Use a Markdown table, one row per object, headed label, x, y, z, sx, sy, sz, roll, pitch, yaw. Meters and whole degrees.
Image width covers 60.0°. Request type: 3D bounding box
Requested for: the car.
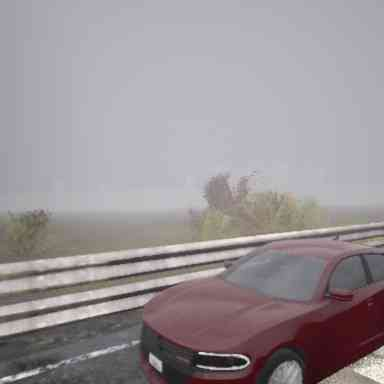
| label | x | y | z | sx | sy | sz | roll | pitch | yaw |
| --- | --- | --- | --- | --- | --- | --- | --- | --- | --- |
| car | 1.663 | 1.476 | 4.863 | 5.008 | 1.535 | 1.882 | 0 | 0 | -35 |
